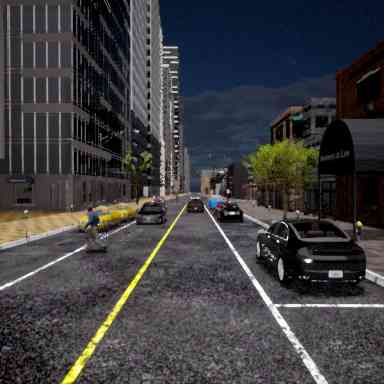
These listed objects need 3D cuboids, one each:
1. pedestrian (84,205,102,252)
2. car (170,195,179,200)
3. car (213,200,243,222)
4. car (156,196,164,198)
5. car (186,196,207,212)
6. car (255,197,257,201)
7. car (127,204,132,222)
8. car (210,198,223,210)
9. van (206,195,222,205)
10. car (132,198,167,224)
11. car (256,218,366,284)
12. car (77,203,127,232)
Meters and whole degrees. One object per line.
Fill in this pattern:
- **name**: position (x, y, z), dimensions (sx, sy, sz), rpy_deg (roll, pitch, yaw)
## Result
- **pedestrian**: position (-3.656, 1.290, 12.267), dimensions (0.375, 1.860, 0.375), rpy_deg (-1, 1, -1)
- **car**: position (-5.020, 1.500, 91.435), dimensions (1.752, 1.417, 4.829), rpy_deg (-1, 0, 1)
- **car**: position (2.910, 1.558, 25.896), dimensions (1.947, 1.339, 4.313), rpy_deg (-1, 0, 1)
- **car**: position (-5.223, 1.424, 53.658), dimensions (1.967, 1.590, 4.097), rpy_deg (-1, 0, 1)
- **car**: position (0.429, 1.493, 37.998), dimensions (1.837, 1.490, 4.892), rpy_deg (0, 0, 1)
- **car**: position (17.215, 1.400, 76.705), dimensions (5.009, 1.841, 2.192), rpy_deg (1, 0, 1)
- **car**: position (-5.472, 1.518, 25.814), dimensions (1.752, 1.417, 4.829), rpy_deg (-1, 0, 1)
- **car**: position (2.960, 1.573, 31.431), dimensions (1.802, 1.307, 4.206), rpy_deg (-1, 0, 1)
- **van**: position (3.056, 1.328, 42.499), dimensions (1.690, 1.788, 3.998), rpy_deg (-1, 0, 1)
- **car**: position (-2.883, 1.493, 24.434), dimensions (1.837, 1.490, 4.892), rpy_deg (0, 1, 0)
- **car**: position (3.084, 1.503, 9.510), dimensions (1.837, 1.490, 4.892), rpy_deg (0, 0, 1)
- **car**: position (-5.522, 1.519, 20.279), dimensions (1.752, 1.417, 4.829), rpy_deg (-1, 0, 1)
